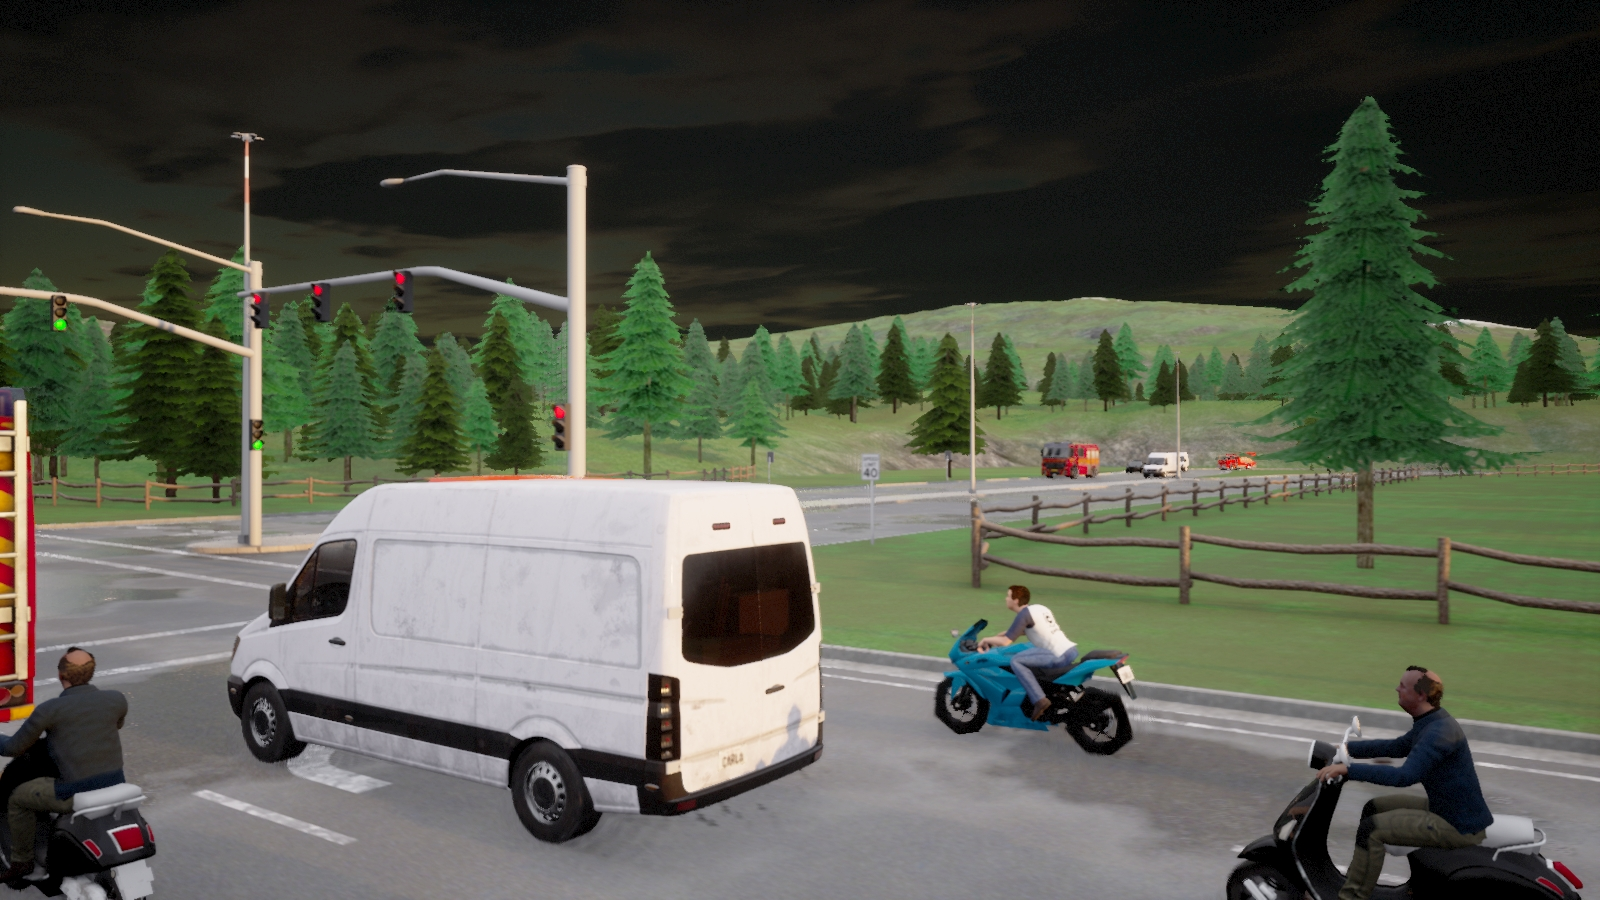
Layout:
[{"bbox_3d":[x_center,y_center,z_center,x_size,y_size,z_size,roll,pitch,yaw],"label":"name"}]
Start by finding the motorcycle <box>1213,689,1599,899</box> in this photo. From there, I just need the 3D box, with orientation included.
[{"bbox_3d":[3.298,2.143,6.287,1.805,1.316,0.856,0,-1,30],"label":"motorcycle"}]

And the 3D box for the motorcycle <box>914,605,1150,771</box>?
[{"bbox_3d":[2.172,2.188,10.809,2.033,1.199,0.803,0,0,35],"label":"motorcycle"}]

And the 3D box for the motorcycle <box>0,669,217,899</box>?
[{"bbox_3d":[-4.424,2.145,6.898,1.805,1.316,0.856,0,0,35],"label":"motorcycle"}]

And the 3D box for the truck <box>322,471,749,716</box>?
[{"bbox_3d":[-3.526,1.582,14.842,5.204,2.467,2.627,1,1,36],"label":"truck"}]

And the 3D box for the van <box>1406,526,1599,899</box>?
[{"bbox_3d":[4.130,1.535,1.400,5.915,2.561,1.988,0,0,30],"label":"van"}]

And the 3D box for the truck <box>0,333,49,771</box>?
[{"bbox_3d":[-11.019,0.896,11.674,8.468,3.827,2.891,0,0,37],"label":"truck"}]

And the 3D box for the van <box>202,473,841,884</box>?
[{"bbox_3d":[-2.671,1.537,9.932,5.915,2.561,1.988,0,0,35],"label":"van"}]
